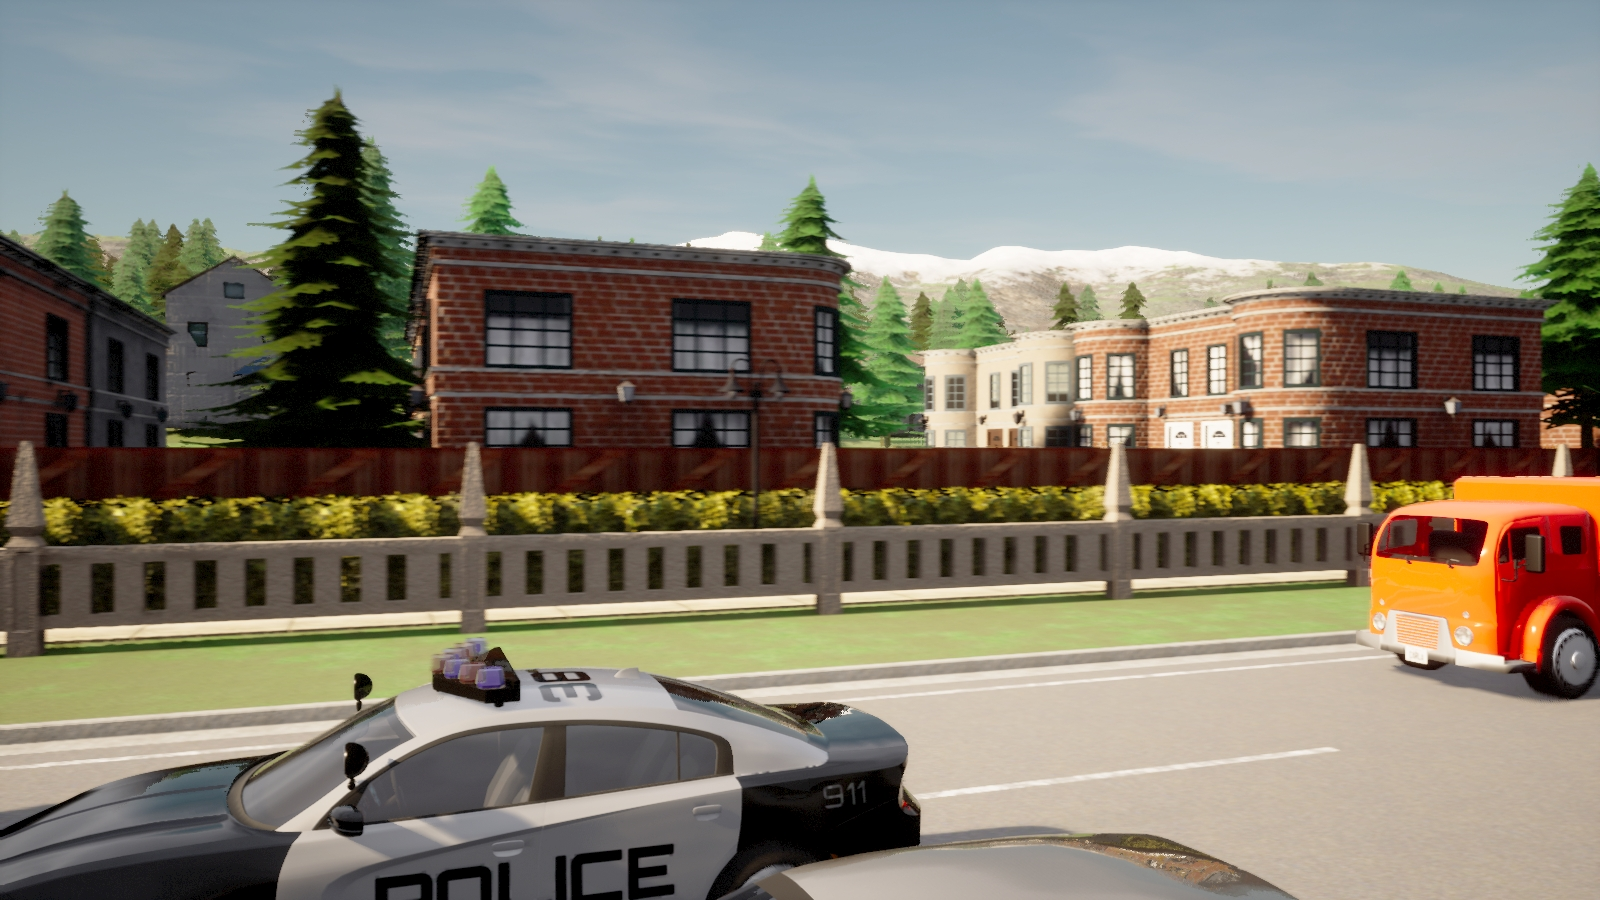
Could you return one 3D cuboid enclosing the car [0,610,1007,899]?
[{"bbox_3d":[-1.673,1.982,6.413,5.238,1.638,2.097,0,0,-20],"label":"car"}]

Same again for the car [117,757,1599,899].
[{"bbox_3d":[0.212,2.065,3.380,4.193,1.474,1.816,0,0,-20],"label":"car"}]

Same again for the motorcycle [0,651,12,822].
[{"bbox_3d":[-7.071,2.205,8.174,2.209,1.251,0.867,0,0,-20],"label":"motorcycle"}]

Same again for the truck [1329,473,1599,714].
[{"bbox_3d":[9.656,1.568,14.262,5.204,2.467,2.627,0,0,-20],"label":"truck"}]
